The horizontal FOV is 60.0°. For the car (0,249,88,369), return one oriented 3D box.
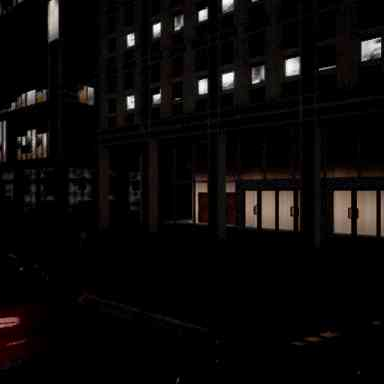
[{"bbox_3d":[-3.327,1.581,5.246,4.206,1.307,1.802,0,0,36],"label":"car"}]

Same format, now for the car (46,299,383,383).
[{"bbox_3d":[1.273,1.565,1.966,4.313,1.339,1.947,0,0,35],"label":"car"}]
